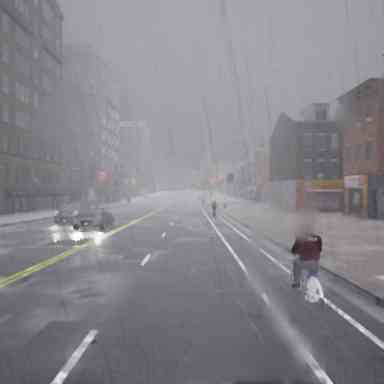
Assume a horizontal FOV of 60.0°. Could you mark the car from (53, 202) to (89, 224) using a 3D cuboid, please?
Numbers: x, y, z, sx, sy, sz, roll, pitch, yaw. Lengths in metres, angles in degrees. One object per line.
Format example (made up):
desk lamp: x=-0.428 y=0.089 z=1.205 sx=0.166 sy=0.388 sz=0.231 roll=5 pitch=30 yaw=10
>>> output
car: x=-9.852 y=1.648 z=27.904 sx=2.097 sy=1.767 sz=4.553 roll=0 pitch=0 yaw=0

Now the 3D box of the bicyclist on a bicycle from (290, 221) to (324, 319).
bicyclist on a bicycle: x=2.257 y=1.454 z=6.696 sx=0.659 sy=1.776 sz=1.843 roll=0 pitch=-1 yaw=0

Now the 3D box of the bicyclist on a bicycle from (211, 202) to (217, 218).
bicyclist on a bicycle: x=2.255 y=1.793 z=33.676 sx=0.582 sy=1.620 sz=1.656 roll=0 pitch=-1 yaw=0

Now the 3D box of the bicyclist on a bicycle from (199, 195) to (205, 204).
bicyclist on a bicycle: x=2.308 y=1.841 z=68.444 sx=0.866 sy=1.612 sz=1.509 roll=2 pitch=-2 yaw=0

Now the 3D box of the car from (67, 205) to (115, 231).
car: x=-6.603 y=1.816 z=22.721 sx=1.994 sy=1.385 sz=4.181 roll=0 pitch=-1 yaw=0
